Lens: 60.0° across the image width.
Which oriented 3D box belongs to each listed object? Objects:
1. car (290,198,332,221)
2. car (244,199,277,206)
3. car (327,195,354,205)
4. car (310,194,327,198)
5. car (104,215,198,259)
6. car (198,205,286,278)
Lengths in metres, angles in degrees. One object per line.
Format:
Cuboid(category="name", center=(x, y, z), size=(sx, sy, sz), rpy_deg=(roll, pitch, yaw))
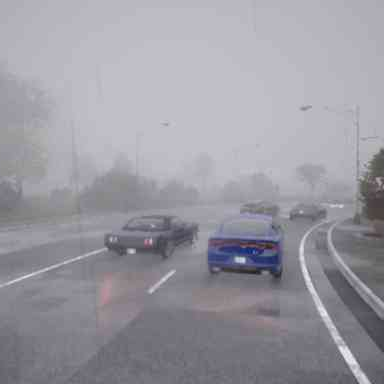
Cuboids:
Cuboid(category="car", center=(9.048, 1.416, 25.660), size=(1.994, 1.385, 4.181), rpy_deg=(1, 1, 34))
Cuboid(category="car", center=(5.553, 1.308, 26.727), size=(1.837, 1.490, 4.892), rpy_deg=(1, 1, 34))
Cuboid(category="car", center=(22.807, 1.186, 50.463), size=(4.181, 1.385, 1.994), rpy_deg=(-1, 2, -42))
Cuboid(category="car", center=(20.349, 1.054, 52.948), size=(4.892, 1.490, 1.837), rpy_deg=(-1, 2, -41))
Cuboid(category="car", center=(-1.192, 1.499, 12.293), size=(1.895, 1.301, 4.718), rpy_deg=(0, 1, 17))
Cuboid(category="car", center=(1.796, 1.408, 10.139), size=(1.882, 1.535, 5.008), rpy_deg=(0, 1, 16))
